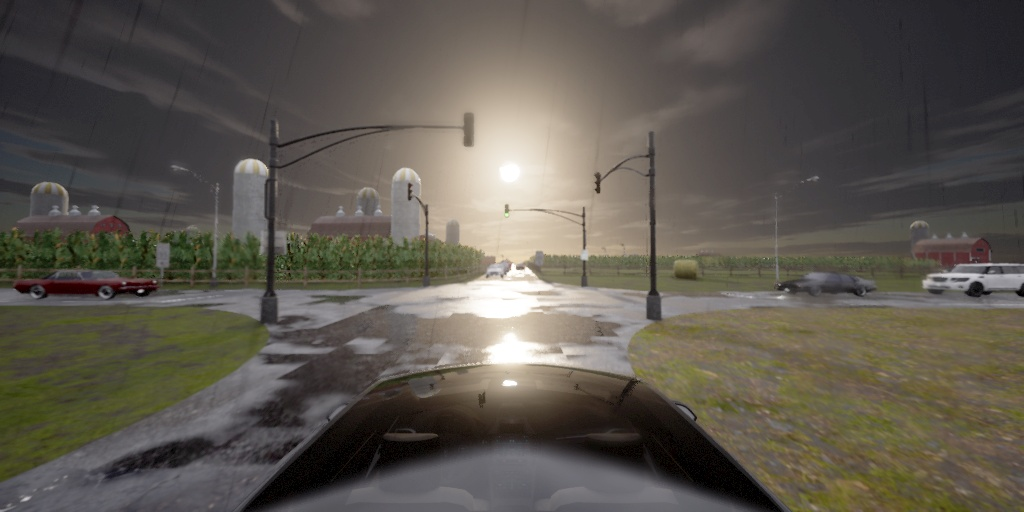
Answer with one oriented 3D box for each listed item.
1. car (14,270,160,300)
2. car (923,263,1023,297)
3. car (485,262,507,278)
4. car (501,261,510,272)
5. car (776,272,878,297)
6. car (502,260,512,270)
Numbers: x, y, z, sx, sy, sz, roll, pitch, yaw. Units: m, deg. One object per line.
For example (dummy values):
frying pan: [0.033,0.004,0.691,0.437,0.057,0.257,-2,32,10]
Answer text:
car: [-19.511,1.311,16.668,4.718,1.301,1.895,0,-2,-2]
car: [29.240,1.478,22.404,5.566,2.045,2.150,1,-2,-3]
car: [-1.827,1.673,39.532,1.812,1.442,4.674,0,-1,0]
car: [-1.657,1.774,48.688,1.812,1.442,4.674,0,-1,1]
car: [19.241,1.710,21.938,5.357,1.411,2.033,1,-2,-7]
car: [-1.430,1.839,58.706,1.882,1.535,5.008,0,-1,1]
